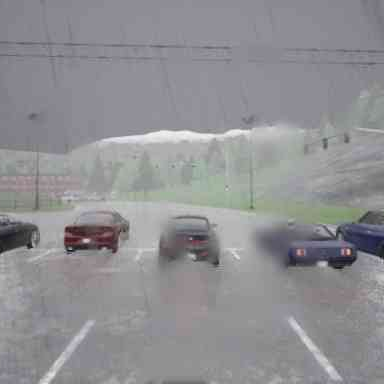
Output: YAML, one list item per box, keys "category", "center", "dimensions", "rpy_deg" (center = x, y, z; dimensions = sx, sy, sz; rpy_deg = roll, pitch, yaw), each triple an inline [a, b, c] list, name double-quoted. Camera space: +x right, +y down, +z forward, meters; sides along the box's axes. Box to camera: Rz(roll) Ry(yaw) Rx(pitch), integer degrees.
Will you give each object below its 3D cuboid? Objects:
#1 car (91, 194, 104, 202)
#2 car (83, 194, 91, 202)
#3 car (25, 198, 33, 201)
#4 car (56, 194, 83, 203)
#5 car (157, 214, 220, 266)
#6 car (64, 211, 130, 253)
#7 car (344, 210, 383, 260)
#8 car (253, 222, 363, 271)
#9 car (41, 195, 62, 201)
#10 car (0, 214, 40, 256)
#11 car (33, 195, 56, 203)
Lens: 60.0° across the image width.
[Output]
- category: "car"
  center: [-25.620, 1.442, 84.279]
  dimensions: [5.566, 2.045, 2.150]
  rpy_deg: [0, 0, 32]
- category: "car"
  center: [-27.514, 1.762, 81.356]
  dimensions: [4.181, 1.385, 1.994]
  rpy_deg: [0, 0, 32]
- category: "car"
  center: [-38.116, 1.699, 82.999]
  dimensions: [5.357, 1.411, 2.033]
  rpy_deg: [0, 0, 18]
- category: "car"
  center: [-28.771, 1.426, 77.973]
  dimensions: [5.566, 2.045, 2.150]
  rpy_deg: [0, 0, 35]
- category: "car"
  center: [-0.151, 1.536, 11.628]
  dimensions: [1.837, 1.490, 4.892]
  rpy_deg: [0, 0, -2]
- category: "car"
  center: [-3.776, 1.514, 13.908]
  dimensions: [1.882, 1.535, 5.008]
  rpy_deg: [0, 0, -3]
- category: "car"
  center: [6.849, 1.381, 11.557]
  dimensions: [2.097, 1.767, 4.553]
  rpy_deg: [0, 0, -2]
- category: "car"
  center: [3.378, 1.629, 11.050]
  dimensions: [1.895, 1.301, 4.718]
  rpy_deg: [0, 0, -2]
- category: "car"
  center: [-36.374, 1.635, 86.076]
  dimensions: [5.008, 1.535, 1.882]
  rpy_deg: [0, 0, 21]
- category: "car"
  center: [-7.165, 1.524, 11.881]
  dimensions: [2.128, 1.511, 4.902]
  rpy_deg: [0, 0, -2]
- category: "car"
  center: [-33.836, 1.723, 77.062]
  dimensions: [4.674, 1.442, 1.812]
  rpy_deg: [0, 0, 28]
